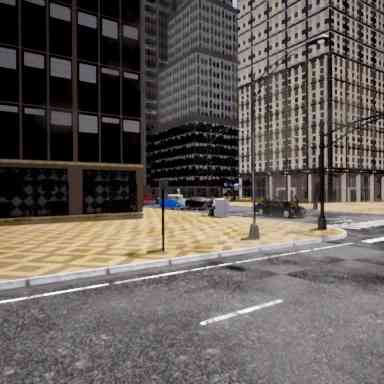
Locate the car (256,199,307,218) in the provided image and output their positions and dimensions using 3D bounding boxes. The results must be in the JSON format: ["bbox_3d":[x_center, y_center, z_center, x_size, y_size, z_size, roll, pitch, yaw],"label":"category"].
[{"bbox_3d":[7.722,1.417,29.245,1.837,1.490,4.892,-1,1,-34],"label":"car"}]

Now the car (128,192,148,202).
[{"bbox_3d":[-10.924,0.979,67.190,2.192,1.841,5.009,0,0,-34],"label":"car"}]

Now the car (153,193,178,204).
[{"bbox_3d":[-4.721,1.033,58.011,2.192,1.841,5.009,0,0,-34],"label":"car"}]

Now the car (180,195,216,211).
[{"bbox_3d":[1.092,1.349,39.060,2.128,1.511,4.902,-1,1,-34],"label":"car"}]

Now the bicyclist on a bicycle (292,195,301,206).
[{"bbox_3d":[12.028,1.115,38.473,1.656,1.620,0.582,-1,1,-34],"label":"bicyclist on a bicycle"}]

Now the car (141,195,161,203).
[{"bbox_3d":[-7.822,1.235,62.602,1.887,1.381,4.507,0,0,-34],"label":"car"}]

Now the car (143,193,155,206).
[{"bbox_3d":[-7.081,1.312,51.213,1.812,1.442,4.674,-1,1,-34],"label":"car"}]

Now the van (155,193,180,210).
[{"bbox_3d":[-2.361,1.208,39.550,1.690,1.788,3.998,0,0,-34],"label":"van"}]
